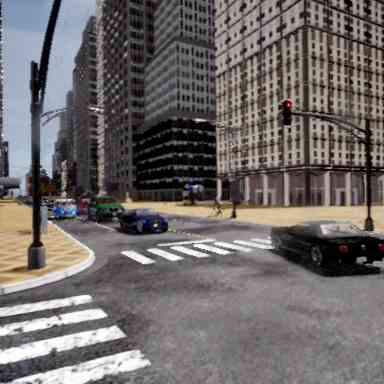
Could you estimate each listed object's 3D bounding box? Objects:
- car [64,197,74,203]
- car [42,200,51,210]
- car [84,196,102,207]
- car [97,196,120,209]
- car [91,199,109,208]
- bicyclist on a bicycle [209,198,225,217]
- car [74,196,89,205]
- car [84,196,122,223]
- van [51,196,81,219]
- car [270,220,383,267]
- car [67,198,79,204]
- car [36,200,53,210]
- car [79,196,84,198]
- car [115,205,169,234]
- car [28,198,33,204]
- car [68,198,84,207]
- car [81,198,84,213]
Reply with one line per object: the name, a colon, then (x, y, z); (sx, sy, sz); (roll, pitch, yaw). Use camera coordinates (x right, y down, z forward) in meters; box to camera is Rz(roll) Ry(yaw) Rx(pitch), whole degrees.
car: (-31.243, 2.040, 84.402); (1.752, 1.417, 4.829); (0, 0, -29)
car: (-19.986, 1.920, 46.188); (1.947, 1.339, 4.313); (0, 0, -29)
car: (-17.924, 1.653, 59.927); (2.192, 1.841, 5.009); (0, 0, -29)
car: (-12.628, 1.583, 50.195); (2.192, 1.841, 5.009); (0, 0, -29)
car: (-15.274, 1.848, 55.060); (1.887, 1.381, 4.507); (0, 0, -29)
bicyclist on a bicycle: (2.173, 1.372, 29.145); (1.656, 1.620, 0.582); (-1, 0, -29)
car: (-23.220, 1.723, 69.657); (2.192, 1.841, 5.009); (0, 0, -29)
car: (-7.398, 1.410, 28.461); (2.150, 2.045, 5.566); (-1, 0, -29)
van: (-12.045, 1.588, 31.593); (1.690, 1.788, 3.998); (0, 0, -29)
car: (4.430, 1.631, 11.613); (1.895, 1.301, 4.718); (-1, 0, -10)
car: (-28.513, 2.029, 79.387); (2.008, 1.369, 4.403); (0, 0, -29)
car: (-22.634, 1.940, 51.053); (2.008, 1.369, 4.403); (0, 0, -29)
car: (-16.334, 1.839, 51.580); (1.812, 1.442, 4.674); (-1, 0, -29)
car: (-2.983, 1.692, 20.355); (1.994, 1.385, 4.181); (-1, 0, -29)
car: (-38.521, 2.182, 80.246); (1.802, 1.307, 4.206); (0, 0, -29)
car: (-21.052, 1.881, 60.241); (1.837, 1.490, 4.892); (-1, 0, -28)
car: (-12.165, 1.778, 37.244); (1.812, 1.442, 4.674); (-1, 0, -29)
